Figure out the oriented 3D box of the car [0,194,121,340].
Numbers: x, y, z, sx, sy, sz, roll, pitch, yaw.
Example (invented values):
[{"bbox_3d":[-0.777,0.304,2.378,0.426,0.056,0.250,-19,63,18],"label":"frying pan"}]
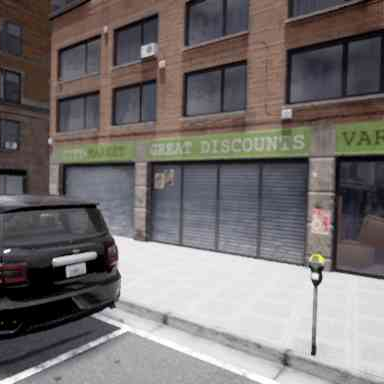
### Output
[{"bbox_3d":[-3.692,1.030,5.915,5.566,2.045,2.150,2,1,36],"label":"car"}]
